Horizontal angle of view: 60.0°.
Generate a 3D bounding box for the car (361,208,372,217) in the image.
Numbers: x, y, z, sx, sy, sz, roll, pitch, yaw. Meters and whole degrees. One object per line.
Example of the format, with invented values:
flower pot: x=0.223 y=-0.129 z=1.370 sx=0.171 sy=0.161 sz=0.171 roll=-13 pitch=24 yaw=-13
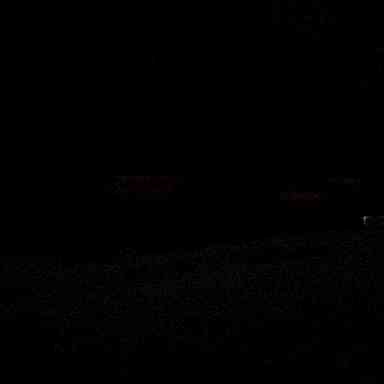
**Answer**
car: x=18.233 y=2.115 z=38.519 sx=1.812 sy=1.442 sz=4.674 roll=-1 pitch=-1 yaw=-36
